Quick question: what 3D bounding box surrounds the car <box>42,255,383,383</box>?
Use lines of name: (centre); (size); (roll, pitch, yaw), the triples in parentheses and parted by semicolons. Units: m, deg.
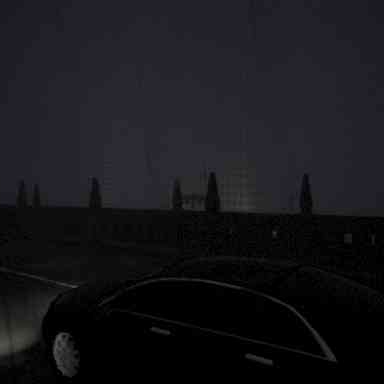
car: (0.245, 1.512, 3.785); (4.892, 1.490, 1.837); (0, 0, 35)
